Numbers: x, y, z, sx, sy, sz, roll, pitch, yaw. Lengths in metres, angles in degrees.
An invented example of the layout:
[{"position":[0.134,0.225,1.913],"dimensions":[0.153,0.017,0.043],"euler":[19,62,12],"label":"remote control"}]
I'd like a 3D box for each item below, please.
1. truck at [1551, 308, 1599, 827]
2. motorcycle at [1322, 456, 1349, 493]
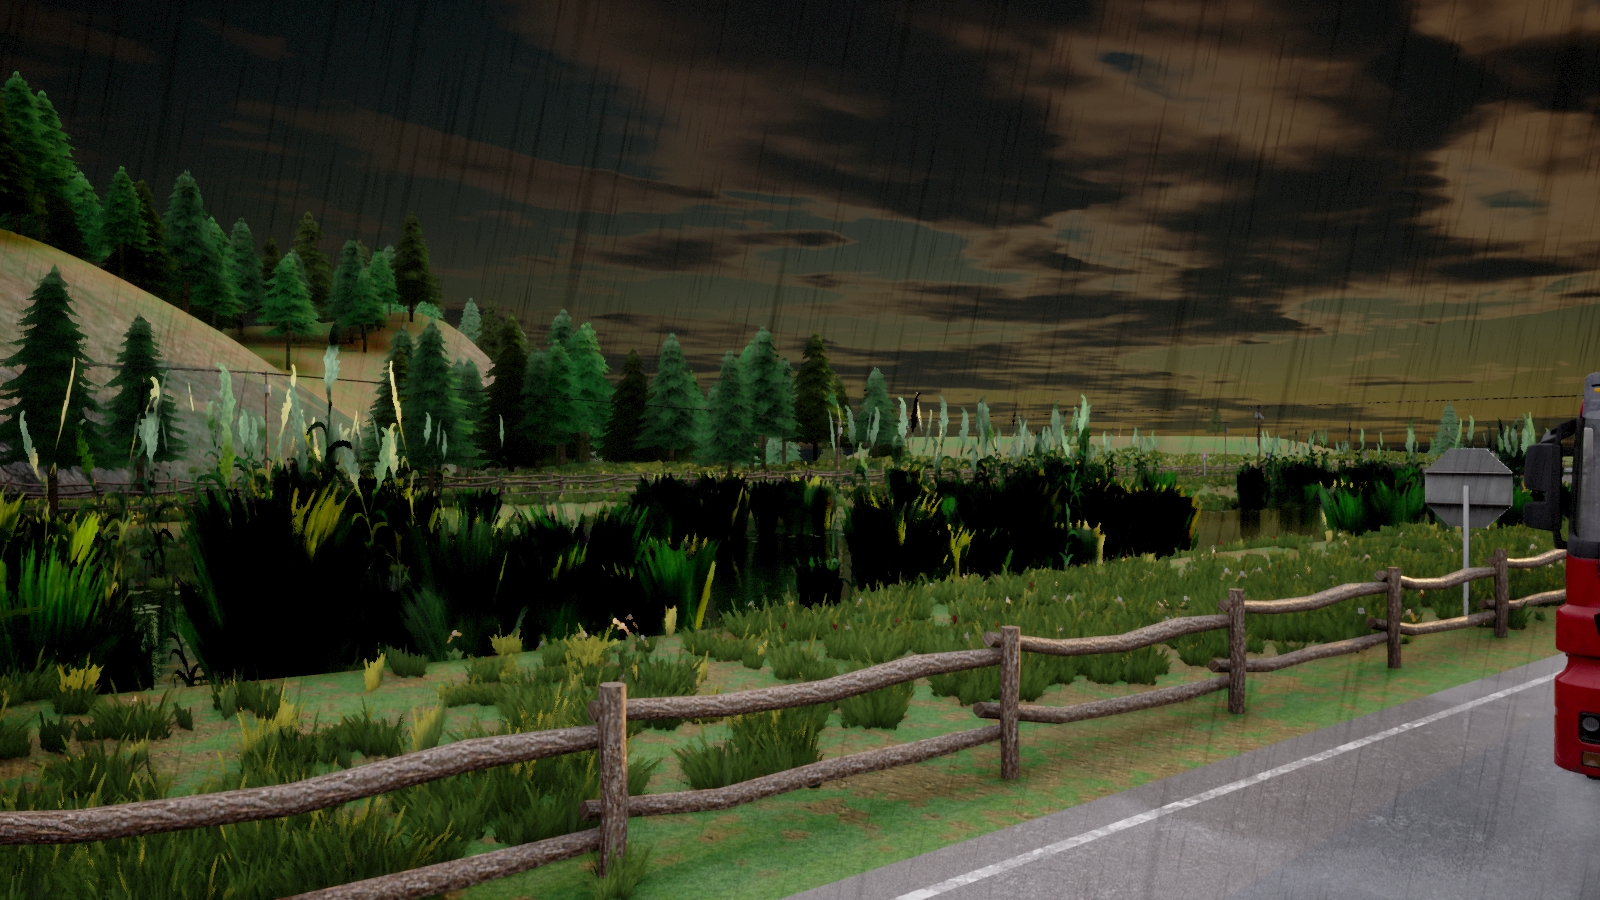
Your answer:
[{"position":[9.489,0.862,10.939],"dimensions":[2.891,3.827,8.468],"euler":[0,0,40],"label":"truck"},{"position":[34.929,1.577,74.481],"dimensions":[2.033,2.348,0.803],"euler":[0,0,-39],"label":"motorcycle"}]
